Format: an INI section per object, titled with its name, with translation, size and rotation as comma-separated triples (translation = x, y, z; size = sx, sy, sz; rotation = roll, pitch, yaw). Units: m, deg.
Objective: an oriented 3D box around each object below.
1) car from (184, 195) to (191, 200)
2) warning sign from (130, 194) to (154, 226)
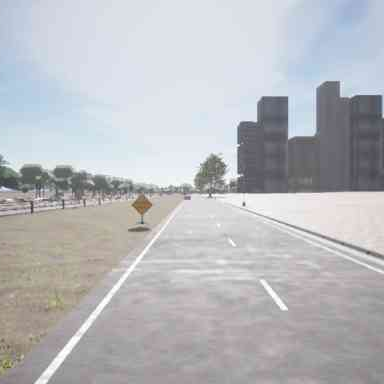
[car]
translation = -1.224, 1.550, 90.432
size = 1.812, 1.442, 4.674
rotation = 0, 0, 0
[warning sign]
translation = -3.045, 1.083, 20.425
size = 1.300, 1.860, 1.060
rotation = 0, 0, 0
